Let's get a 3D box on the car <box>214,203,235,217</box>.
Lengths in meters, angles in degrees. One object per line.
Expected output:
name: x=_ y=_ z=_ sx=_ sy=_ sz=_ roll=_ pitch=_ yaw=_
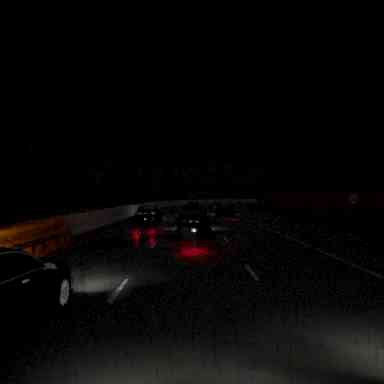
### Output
car: x=3.502 y=1.879 z=35.782 sx=1.882 sy=1.535 sz=5.008 roll=0 pitch=-1 yaw=0

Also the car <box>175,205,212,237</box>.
car: x=0.101 y=1.723 z=19.320 sx=1.837 sy=1.490 sz=4.892 roll=0 pitch=0 yaw=0

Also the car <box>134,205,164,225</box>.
car: x=-3.399 y=1.792 z=26.678 sx=2.128 sy=1.511 sz=4.902 roll=0 pitch=0 yaw=0

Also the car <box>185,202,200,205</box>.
car: x=0.058 y=1.982 z=42.409 sx=1.837 sy=1.490 sz=4.892 roll=0 pitch=0 yaw=0

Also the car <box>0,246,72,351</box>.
car: x=-3.400 y=1.564 z=5.020 sx=1.837 sy=1.490 sz=4.892 roll=0 pitch=0 yaw=0

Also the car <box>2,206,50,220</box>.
car: x=-13.998 y=1.878 z=29.356 sx=2.033 sy=1.411 sz=5.357 roll=0 pitch=-1 yaw=0

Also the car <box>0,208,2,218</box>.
car: x=-17.498 y=1.914 z=32.589 sx=2.033 sy=1.411 sz=5.357 roll=0 pitch=-1 yaw=0
